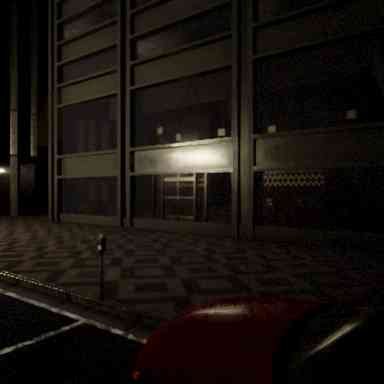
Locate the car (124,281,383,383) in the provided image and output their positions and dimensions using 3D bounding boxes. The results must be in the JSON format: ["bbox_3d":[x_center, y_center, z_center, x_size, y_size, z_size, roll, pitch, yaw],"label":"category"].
[{"bbox_3d":[1.823,1.311,1.683,5.009,1.841,2.192,0,0,35],"label":"car"}]
